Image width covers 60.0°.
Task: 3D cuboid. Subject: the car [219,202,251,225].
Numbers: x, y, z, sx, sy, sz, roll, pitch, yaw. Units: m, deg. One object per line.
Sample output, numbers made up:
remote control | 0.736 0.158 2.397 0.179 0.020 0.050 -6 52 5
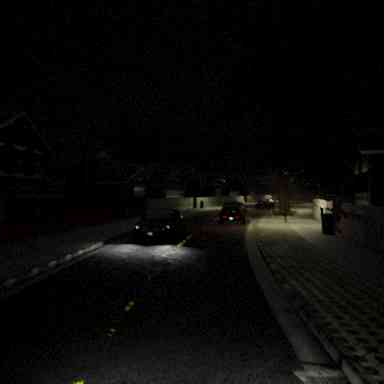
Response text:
car | 3.167 1.512 24.516 1.837 1.490 4.892 0 0 13

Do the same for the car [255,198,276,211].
car | 9.198 1.515 41.410 2.128 1.511 4.902 0 0 24

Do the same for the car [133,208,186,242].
car | -1.460 1.537 16.688 1.812 1.442 4.674 0 0 9
